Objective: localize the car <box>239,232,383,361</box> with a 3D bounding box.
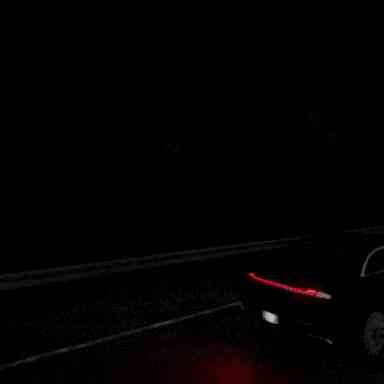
[{"bbox_3d":[3.033,1.486,5.936,4.902,1.511,2.128,0,0,-36],"label":"car"}]
